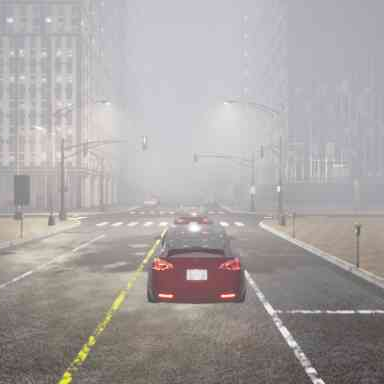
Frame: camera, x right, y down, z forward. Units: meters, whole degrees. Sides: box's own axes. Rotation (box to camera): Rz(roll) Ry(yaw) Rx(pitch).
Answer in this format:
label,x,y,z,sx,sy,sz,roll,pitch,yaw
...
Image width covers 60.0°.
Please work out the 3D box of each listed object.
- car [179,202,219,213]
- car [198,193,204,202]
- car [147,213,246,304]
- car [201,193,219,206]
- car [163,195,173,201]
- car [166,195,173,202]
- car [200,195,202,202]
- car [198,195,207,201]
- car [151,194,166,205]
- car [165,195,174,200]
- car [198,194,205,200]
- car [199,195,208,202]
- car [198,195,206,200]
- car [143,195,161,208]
label,x,y,z,sx,sy,sz,roll,pitch,yaw
car,0.062,1.496,17.444,2.163,1.488,4.792,0,0,0
car,2.583,1.220,69.907,2.192,1.841,5.009,0,0,0
car,0.082,1.501,8.196,2.163,1.488,4.792,0,0,0
car,2.747,1.398,47.206,1.967,1.590,4.097,0,0,0
car,-5.816,1.424,81.249,2.008,1.369,4.403,0,0,0
car,-5.808,1.435,75.574,1.887,1.381,4.507,0,0,0
car,2.707,1.497,52.885,2.008,1.369,4.403,0,0,0
car,2.564,1.418,81.256,1.887,1.381,4.507,0,0,0
car,-5.871,1.261,52.872,2.192,1.841,5.009,0,0,0
car,-5.825,1.407,86.925,2.008,1.369,4.403,0,0,0
car,2.546,1.361,92.777,1.752,1.417,4.829,0,0,0
car,2.573,1.415,75.752,1.752,1.417,4.829,0,0,0
car,2.555,1.407,86.931,2.008,1.369,4.403,0,0,0
car,-5.893,1.483,47.024,1.752,1.417,4.829,0,0,0
